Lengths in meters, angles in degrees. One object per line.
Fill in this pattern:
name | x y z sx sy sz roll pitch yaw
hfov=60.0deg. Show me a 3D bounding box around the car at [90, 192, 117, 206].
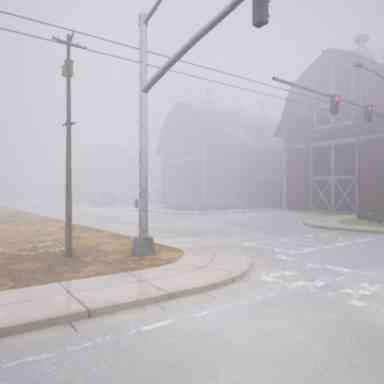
car | -13.491 1.089 50.829 3.866 1.878 1.905 -2 5 11
